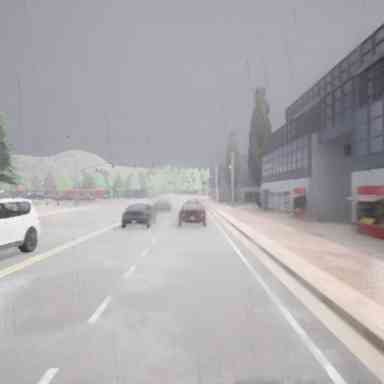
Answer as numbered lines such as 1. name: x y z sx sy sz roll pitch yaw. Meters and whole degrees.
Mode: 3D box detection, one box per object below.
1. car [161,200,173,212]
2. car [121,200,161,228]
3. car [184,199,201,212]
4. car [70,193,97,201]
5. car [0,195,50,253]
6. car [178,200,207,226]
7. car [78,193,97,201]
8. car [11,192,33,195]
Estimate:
1. car: -3.429 1.599 39.503 1.994 1.385 4.181 0 0 0
2. car: -3.463 1.527 22.419 1.837 1.490 4.892 0 0 1
3. car: 0.076 1.600 40.005 1.994 1.385 4.181 0 0 0
4. car: -24.971 1.221 76.614 4.605 1.855 1.932 0 0 0
5. car: -7.059 1.232 10.902 2.150 2.045 5.566 0 0 1
6. car: 0.048 1.499 23.476 1.882 1.535 5.008 0 0 1
7. car: -24.915 1.226 79.508 3.866 1.878 1.905 0 0 0
8. car: -42.380 1.467 82.225 3.806 1.475 1.970 0 0 0
